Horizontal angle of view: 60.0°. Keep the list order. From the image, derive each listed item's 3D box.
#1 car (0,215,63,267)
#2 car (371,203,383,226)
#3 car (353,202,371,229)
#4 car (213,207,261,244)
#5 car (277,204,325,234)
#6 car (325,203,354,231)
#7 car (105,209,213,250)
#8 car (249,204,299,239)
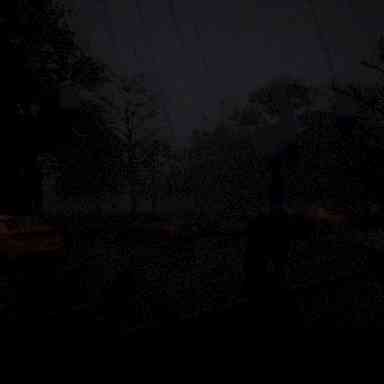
[{"bbox_3d":[-6.540,1.522,11.435,5.008,1.535,2.097,-1,-1,34],"label":"car"},{"bbox_3d":[12.344,1.774,25.744,4.674,1.452,2.002,-1,-1,32],"label":"car"},{"bbox_3d":[10.044,1.581,23.895,4.553,1.767,2.185,-1,-1,32],"label":"car"},{"bbox_3d":[0.649,1.631,16.690,4.792,1.488,2.163,-1,-1,33],"label":"car"},{"bbox_3d":[5.317,1.529,20.302,4.553,1.767,2.185,-1,-1,33],"label":"car"},{"bbox_3d":[7.527,1.680,22.185,5.366,1.575,1.946,-1,-1,32],"label":"car"},{"bbox_3d":[-1.789,1.605,14.951,4.792,1.488,2.163,-1,-1,34],"label":"car"},{"bbox_3d":[2.989,1.627,18.478,5.008,1.535,2.097,-1,-1,33],"label":"car"}]
